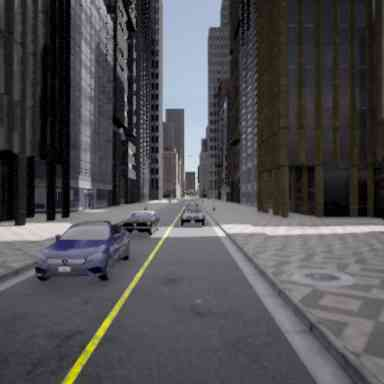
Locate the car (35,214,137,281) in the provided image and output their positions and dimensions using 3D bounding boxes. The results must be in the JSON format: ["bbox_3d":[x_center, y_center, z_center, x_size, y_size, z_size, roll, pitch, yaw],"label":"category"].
[{"bbox_3d":[-3.092,1.644,10.392,1.812,1.442,4.674,0,-1,0],"label":"car"}]

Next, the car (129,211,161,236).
[{"bbox_3d":[-3.034,1.827,20.058,1.895,1.301,4.718,0,-1,1],"label":"car"}]

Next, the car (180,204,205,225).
[{"bbox_3d":[0.070,1.899,26.492,1.895,1.301,4.718,0,-1,0],"label":"car"}]

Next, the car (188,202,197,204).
[{"bbox_3d":[0.070,2.078,45.389,1.994,1.385,4.181,0,-1,0],"label":"car"}]
